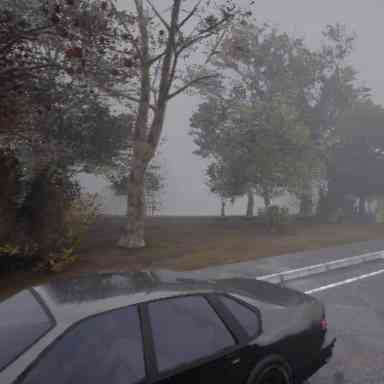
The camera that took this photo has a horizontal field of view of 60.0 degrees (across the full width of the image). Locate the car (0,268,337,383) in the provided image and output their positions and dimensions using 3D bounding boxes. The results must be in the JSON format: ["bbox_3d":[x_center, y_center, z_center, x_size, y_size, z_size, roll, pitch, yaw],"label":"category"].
[{"bbox_3d":[-0.861,1.545,3.070,5.357,1.411,2.033,0,0,-35],"label":"car"}]
